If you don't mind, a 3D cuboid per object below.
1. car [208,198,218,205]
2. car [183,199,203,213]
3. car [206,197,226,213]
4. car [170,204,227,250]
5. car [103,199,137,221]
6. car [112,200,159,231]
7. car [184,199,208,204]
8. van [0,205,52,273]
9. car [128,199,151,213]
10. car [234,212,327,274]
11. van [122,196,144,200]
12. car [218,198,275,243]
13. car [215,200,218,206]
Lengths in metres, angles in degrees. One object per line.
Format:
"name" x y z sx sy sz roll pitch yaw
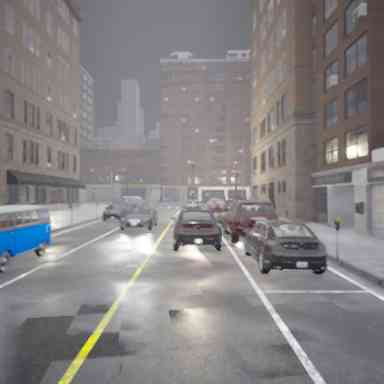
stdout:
"car" 2.679 1.396 32.194 1.967 1.590 4.097 1 0 0
"car" 0.083 1.500 37.476 2.033 1.411 5.357 0 0 0
"car" 2.680 1.392 37.677 1.967 1.590 4.097 1 0 0
"car" 0.156 1.476 14.135 1.837 1.490 4.892 0 0 -2
"car" -5.848 1.526 26.714 1.947 1.339 4.313 1 0 0
"car" -3.096 1.457 20.246 2.128 1.511 4.902 0 0 0
"car" 0.102 1.485 27.505 1.812 1.442 4.674 0 0 0
"van" -5.845 1.319 10.268 1.690 1.788 3.998 1 0 0
"car" -5.846 1.497 37.679 1.887 1.381 4.507 1 0 0
"car" 2.677 1.528 10.264 2.008 1.369 4.403 1 0 0
"van" -5.845 1.297 32.196 1.690 1.788 3.998 1 0 0
"car" 2.680 1.284 15.746 2.192 1.841 5.009 1 0 0
"car" 2.678 1.489 21.399 1.752 1.417 4.829 1 0 0
